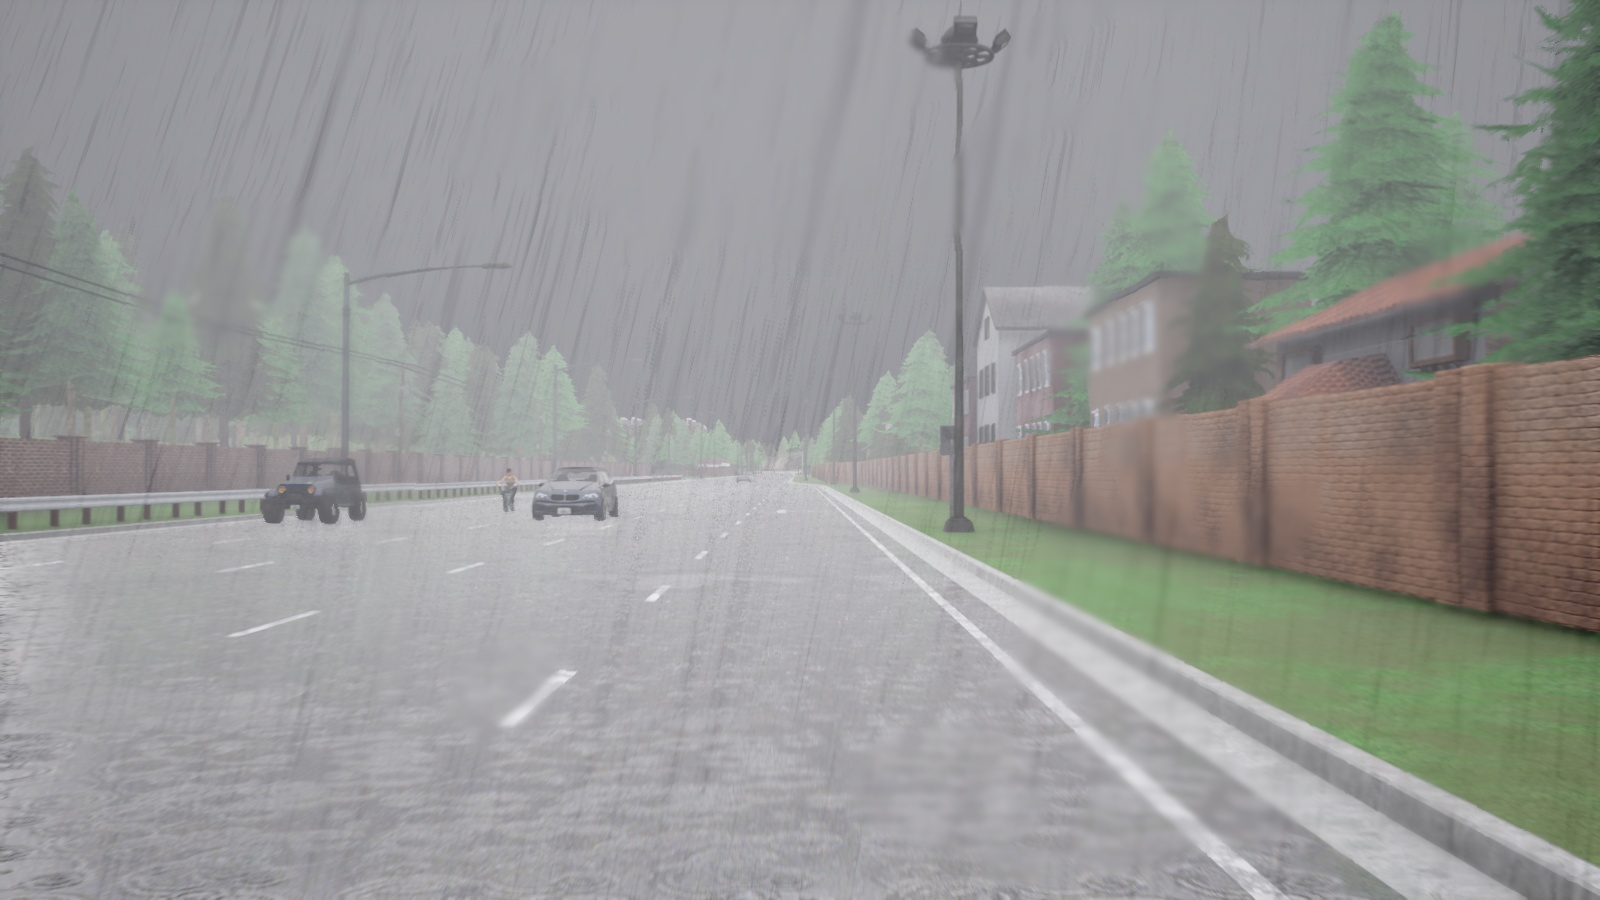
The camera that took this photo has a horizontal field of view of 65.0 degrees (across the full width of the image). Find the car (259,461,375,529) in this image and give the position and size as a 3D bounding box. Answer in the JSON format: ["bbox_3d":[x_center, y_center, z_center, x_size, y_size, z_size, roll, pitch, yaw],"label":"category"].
[{"bbox_3d":[-14.091,1.283,36.872,1.905,1.878,3.866,0,-1,0],"label":"car"}]

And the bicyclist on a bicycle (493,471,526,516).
[{"bbox_3d":[-10.607,1.561,45.886,0.866,1.612,1.509,0,-1,0],"label":"bicyclist on a bicycle"}]

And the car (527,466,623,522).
[{"bbox_3d":[-7.098,1.357,40.037,2.242,1.667,4.611,0,-1,0],"label":"car"}]
